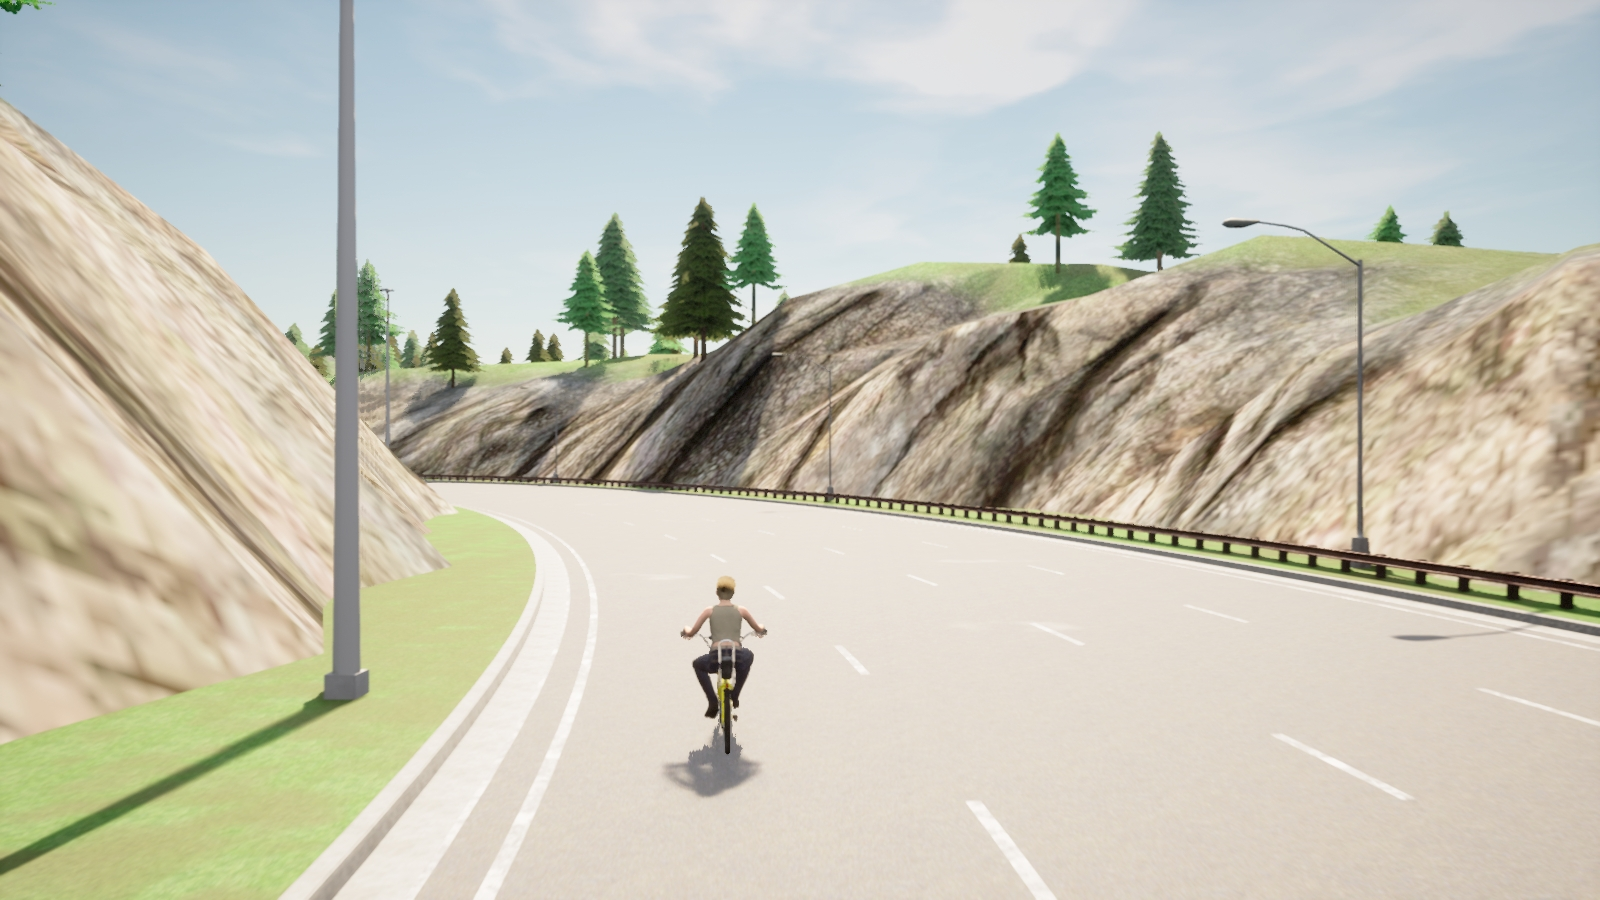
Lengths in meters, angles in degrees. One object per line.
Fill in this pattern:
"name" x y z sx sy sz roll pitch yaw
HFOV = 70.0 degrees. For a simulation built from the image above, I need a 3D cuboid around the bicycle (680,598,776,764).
"bicycle" -0.717 2.158 10.966 0.859 1.276 1.487 0 0 -6
